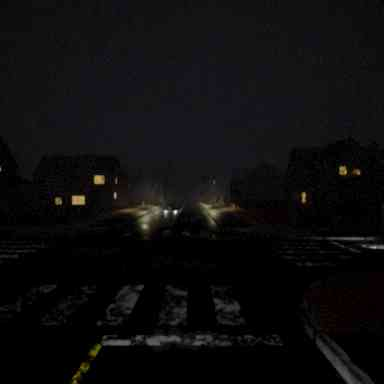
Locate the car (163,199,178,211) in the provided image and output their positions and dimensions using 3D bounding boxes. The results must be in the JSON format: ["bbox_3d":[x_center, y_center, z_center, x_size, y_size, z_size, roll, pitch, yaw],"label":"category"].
[{"bbox_3d":[-2.839,1.718,45.001,2.033,1.411,5.357,0,0,0],"label":"car"}]
